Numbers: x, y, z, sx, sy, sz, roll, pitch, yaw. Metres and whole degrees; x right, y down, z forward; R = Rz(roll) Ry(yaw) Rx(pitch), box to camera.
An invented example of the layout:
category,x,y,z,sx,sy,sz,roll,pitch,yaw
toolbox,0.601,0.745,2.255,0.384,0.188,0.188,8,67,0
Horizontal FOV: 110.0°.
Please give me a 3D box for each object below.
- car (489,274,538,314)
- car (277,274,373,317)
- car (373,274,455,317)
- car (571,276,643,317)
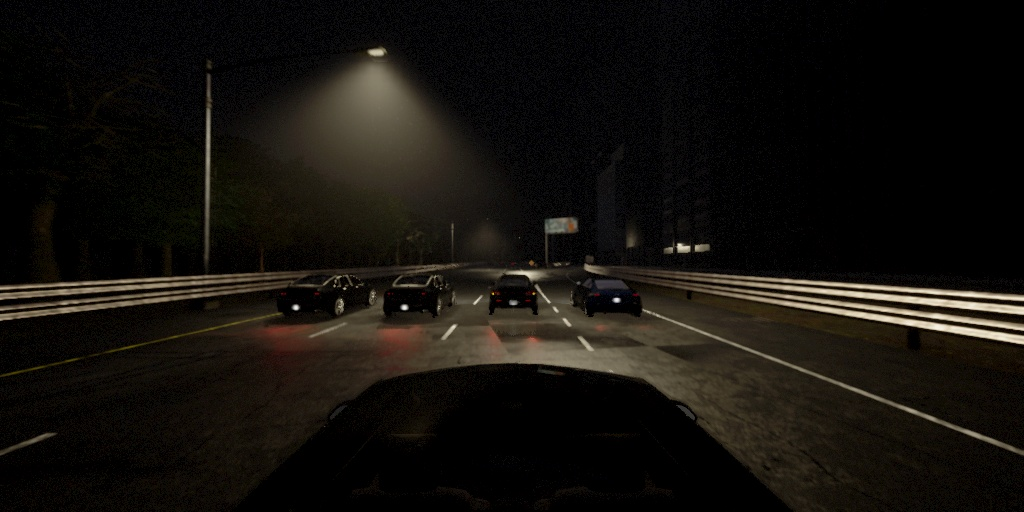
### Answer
category,x,y,z,sx,sy,sz,roll,pitch,yaw
car,0.073,1.453,14.593,1.812,1.442,4.674,0,-1,1
car,-6.934,1.425,13.971,1.837,1.490,4.892,0,0,1
car,-3.434,1.425,13.966,1.837,1.490,4.892,0,0,1
car,3.572,1.486,14.147,1.994,1.385,4.181,0,-1,1
